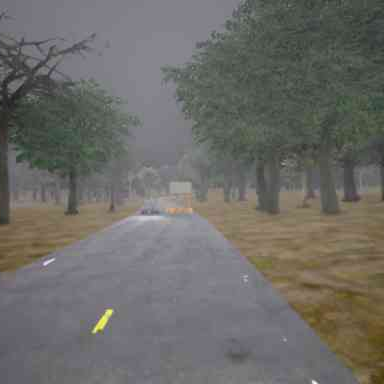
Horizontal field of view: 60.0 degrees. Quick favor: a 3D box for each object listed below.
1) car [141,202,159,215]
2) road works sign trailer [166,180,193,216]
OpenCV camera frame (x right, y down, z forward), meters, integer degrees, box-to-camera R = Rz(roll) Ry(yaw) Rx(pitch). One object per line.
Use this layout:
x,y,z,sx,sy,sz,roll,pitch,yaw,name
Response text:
-4.505,1.739,36.067,1.895,1.301,4.718,0,0,-4,car
-1.184,0.588,33.772,2.380,3.560,2.880,0,0,-5,road works sign trailer
